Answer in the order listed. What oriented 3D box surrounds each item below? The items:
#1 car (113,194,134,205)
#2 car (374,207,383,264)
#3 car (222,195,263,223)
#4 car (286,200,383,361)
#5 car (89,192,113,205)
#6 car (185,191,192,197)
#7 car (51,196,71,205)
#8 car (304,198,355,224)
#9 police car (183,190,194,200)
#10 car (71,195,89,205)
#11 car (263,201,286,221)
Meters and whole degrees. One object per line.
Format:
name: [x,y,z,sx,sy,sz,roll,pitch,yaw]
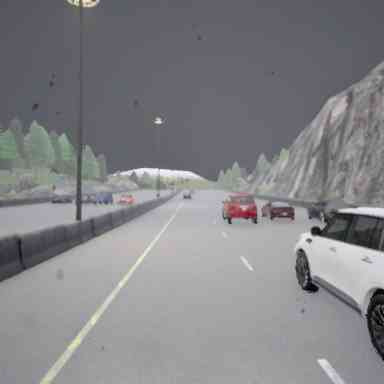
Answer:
car: [-10.552,1.151,52.934,2.097,1.767,4.553,0,1,0]
car: [7.103,1.390,8.789,2.097,1.767,4.553,0,0,0]
car: [3.607,1.252,25.645,2.150,2.045,5.566,0,0,0]
car: [3.602,1.251,5.935,2.150,2.045,5.566,0,0,0]
car: [-14.046,1.021,52.788,2.150,2.045,5.566,0,1,1]
car: [-1.025,0.605,89.058,1.812,1.442,4.674,0,1,0]
car: [-21.028,1.387,53.818,1.895,1.301,4.718,0,1,1]
car: [10.607,1.381,26.038,2.097,1.767,4.553,0,0,0]
police car: [-1.030,0.877,73.153,1.930,1.638,5.238,0,1,0]
car: [-17.531,1.306,54.284,1.812,1.442,4.674,0,1,1]
car: [7.108,1.500,27.938,1.882,1.535,5.008,0,0,0]
